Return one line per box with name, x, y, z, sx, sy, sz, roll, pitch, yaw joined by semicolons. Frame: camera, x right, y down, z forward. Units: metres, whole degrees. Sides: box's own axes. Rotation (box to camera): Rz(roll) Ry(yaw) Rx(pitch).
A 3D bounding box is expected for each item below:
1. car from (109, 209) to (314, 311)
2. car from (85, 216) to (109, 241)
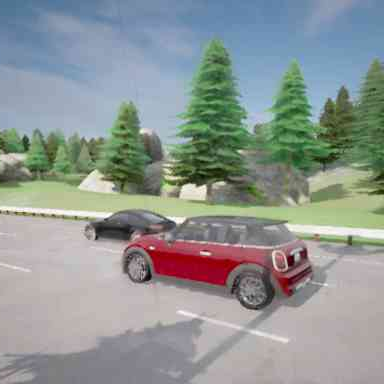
car;0.412;1.332;7.997;4.553;1.767;2.097;0;0;36
car;-2.681;1.475;14.509;4.674;1.442;1.812;0;0;36
